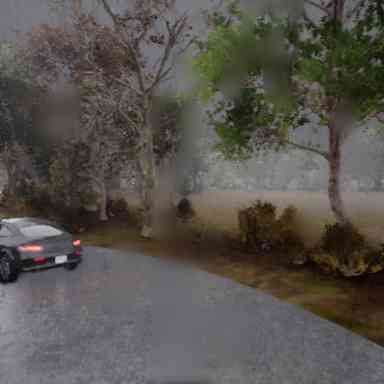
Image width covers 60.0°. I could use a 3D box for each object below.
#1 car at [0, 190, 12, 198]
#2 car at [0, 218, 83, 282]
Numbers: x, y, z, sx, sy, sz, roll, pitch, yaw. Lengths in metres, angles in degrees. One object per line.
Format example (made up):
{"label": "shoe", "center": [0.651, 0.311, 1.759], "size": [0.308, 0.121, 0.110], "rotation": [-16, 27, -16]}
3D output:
{"label": "car", "center": [-42.930, 0.477, 76.676], "size": [2.128, 1.511, 4.902], "rotation": [-1, 3, -24]}
{"label": "car", "center": [-4.964, 1.481, 9.646], "size": [4.674, 1.442, 1.812], "rotation": [0, 1, 40]}
